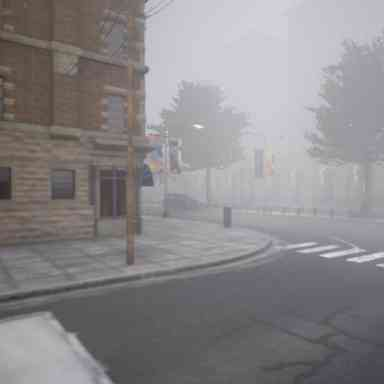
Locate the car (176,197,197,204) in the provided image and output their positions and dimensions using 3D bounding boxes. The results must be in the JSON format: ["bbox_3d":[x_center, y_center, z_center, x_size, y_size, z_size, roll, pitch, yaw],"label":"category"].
[{"bbox_3d":[-1.100,1.638,66.594,1.895,1.301,4.718,0,0,-35],"label":"car"}]

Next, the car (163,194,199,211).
[{"bbox_3d":[-1.468,1.248,40.869,2.150,2.045,5.566,0,0,-34],"label":"car"}]
